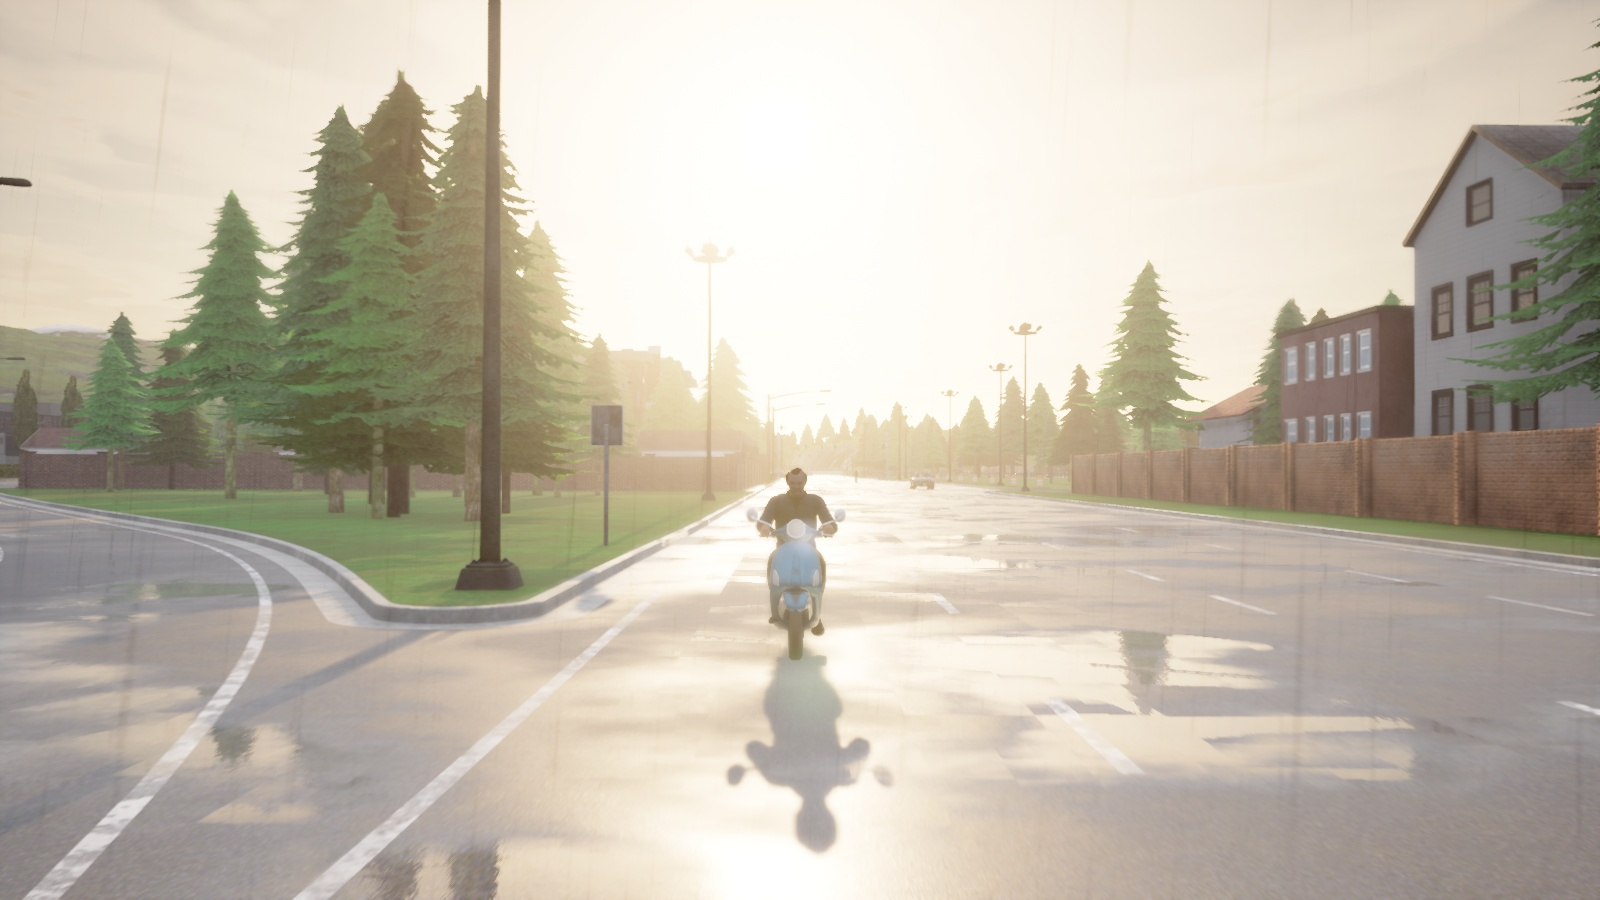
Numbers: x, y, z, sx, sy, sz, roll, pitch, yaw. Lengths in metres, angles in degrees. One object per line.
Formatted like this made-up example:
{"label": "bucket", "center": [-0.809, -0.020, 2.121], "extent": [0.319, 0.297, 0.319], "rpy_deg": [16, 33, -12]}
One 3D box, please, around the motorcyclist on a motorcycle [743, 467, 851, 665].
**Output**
{"label": "motorcyclist on a motorcycle", "center": [-0.027, 0.947, 11.018], "extent": [0.866, 1.590, 1.817], "rpy_deg": [0, -1, 0]}
